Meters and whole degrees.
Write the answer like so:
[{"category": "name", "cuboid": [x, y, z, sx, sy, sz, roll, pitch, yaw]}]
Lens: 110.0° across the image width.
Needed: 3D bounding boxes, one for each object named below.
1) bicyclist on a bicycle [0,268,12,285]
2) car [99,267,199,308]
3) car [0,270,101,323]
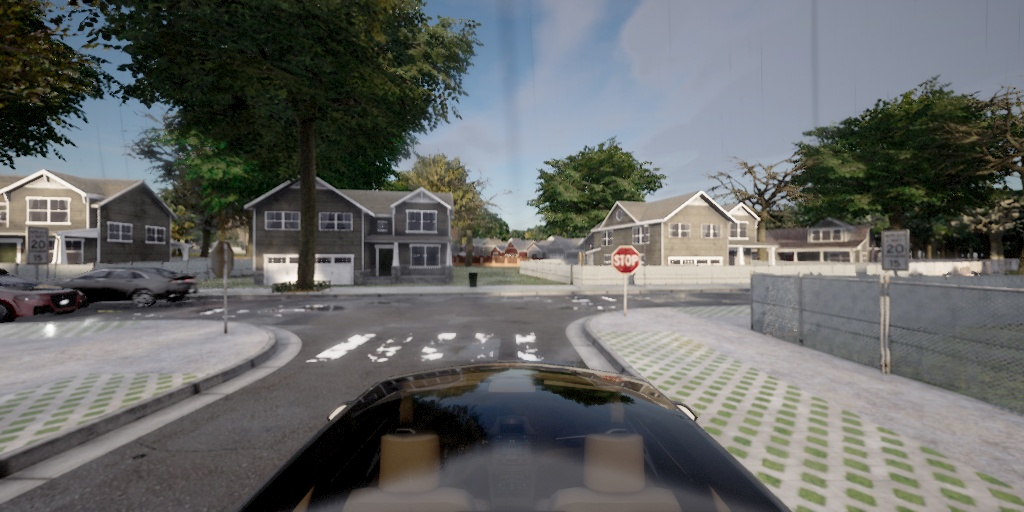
[{"category": "bicyclist on a bicycle", "cuboid": [-22.334, 0.940, 15.358, 0.582, 1.620, 1.656, 0, 0, -12]}, {"category": "car", "cuboid": [-15.290, 1.180, 13.930, 4.902, 1.511, 2.128, 0, 0, -13]}, {"category": "car", "cuboid": [-15.818, 1.234, 10.716, 4.181, 1.385, 1.994, 0, 0, -11]}]
